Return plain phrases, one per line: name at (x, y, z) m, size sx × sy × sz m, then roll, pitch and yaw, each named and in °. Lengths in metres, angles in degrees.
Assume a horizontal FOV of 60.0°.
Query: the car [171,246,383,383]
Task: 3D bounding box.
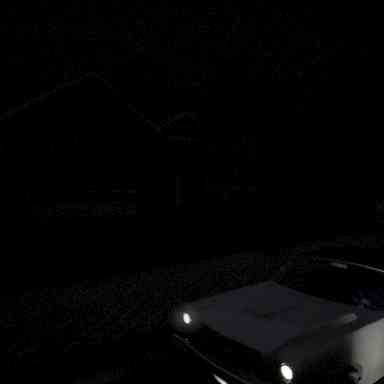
car at (2.096, 1.537, 4.577) m, size 4.718 × 1.301 × 1.895 m, roll -1°, pitch 0°, yaw -36°
